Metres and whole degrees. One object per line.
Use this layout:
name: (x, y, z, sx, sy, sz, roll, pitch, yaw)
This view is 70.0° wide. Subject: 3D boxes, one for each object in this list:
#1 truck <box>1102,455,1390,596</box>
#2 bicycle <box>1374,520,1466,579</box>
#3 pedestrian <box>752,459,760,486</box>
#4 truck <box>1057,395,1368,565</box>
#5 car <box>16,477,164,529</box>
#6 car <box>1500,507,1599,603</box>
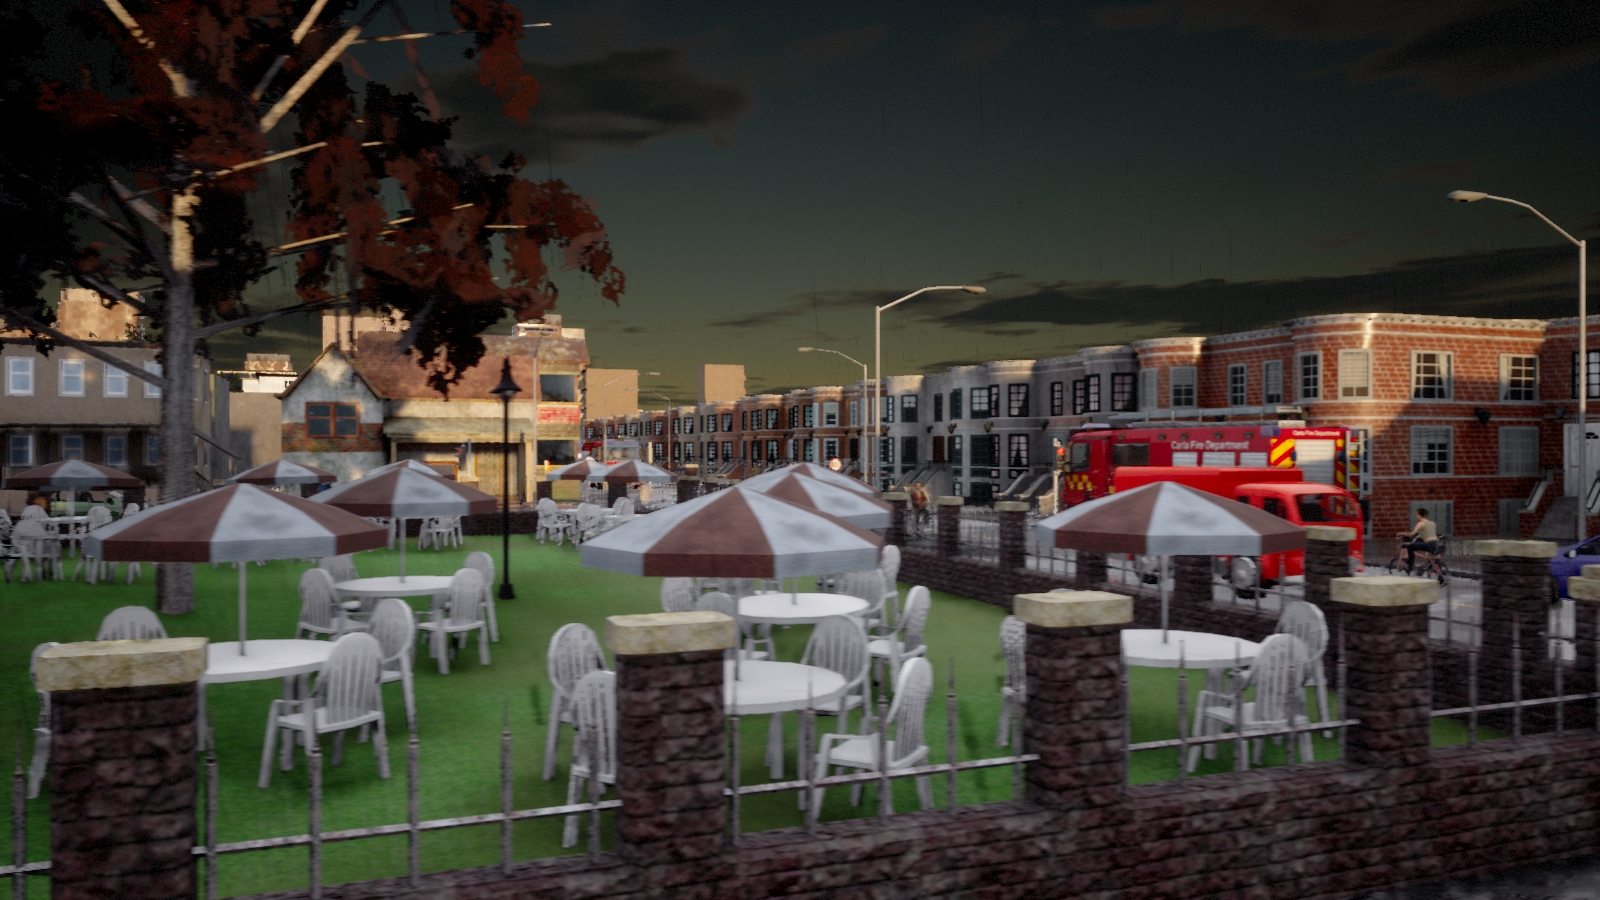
truck: (8.773, 1.346, 23.119, 2.627, 2.467, 5.204, 0, 0, -21)
bicycle: (12.811, 2.036, 23.653, 0.859, 1.080, 1.487, 0, 0, -20)
pedestrian: (-3.038, 1.527, 78.728, 0.375, 1.860, 0.375, 0, 0, -26)
truck: (10.434, 0.671, 30.185, 2.891, 3.827, 8.468, 0, 0, -21)
car: (-24.093, 1.780, 38.942, 3.988, 1.617, 1.851, 0, 0, -21)
car: (14.310, 1.818, 19.523, 1.845, 1.501, 3.633, 0, 0, -21)
